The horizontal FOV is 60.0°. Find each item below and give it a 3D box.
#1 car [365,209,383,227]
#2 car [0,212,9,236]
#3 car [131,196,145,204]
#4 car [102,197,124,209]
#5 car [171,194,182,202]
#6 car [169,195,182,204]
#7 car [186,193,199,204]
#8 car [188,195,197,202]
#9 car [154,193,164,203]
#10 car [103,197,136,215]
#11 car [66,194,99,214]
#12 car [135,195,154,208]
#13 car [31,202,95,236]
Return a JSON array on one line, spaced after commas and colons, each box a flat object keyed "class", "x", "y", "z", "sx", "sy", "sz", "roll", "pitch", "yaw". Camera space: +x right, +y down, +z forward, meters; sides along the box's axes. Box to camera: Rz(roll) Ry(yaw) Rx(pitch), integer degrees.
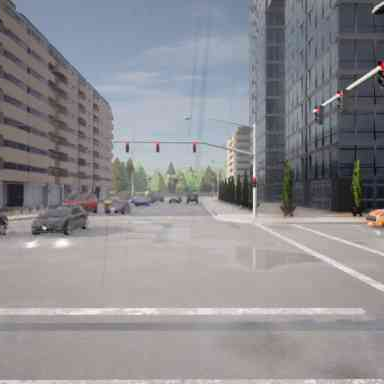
[{"class": "car", "x": 13.584, "y": 1.407, "z": 21.176, "sx": 4.553, "sy": 1.767, "sz": 2.097, "roll": 0, "pitch": 0, "yaw": 0}, {"class": "car", "x": -10.721, "y": 1.531, "z": 15.879, "sx": 1.837, "sy": 1.490, "sz": 4.892, "roll": 0, "pitch": 0, "yaw": -1}, {"class": "car", "x": -10.528, "y": 1.524, "z": 65.259, "sx": 1.812, "sy": 1.442, "sz": 4.674, "roll": 0, "pitch": 0, "yaw": 1}, {"class": "car", "x": -10.841, "y": 1.476, "z": 46.098, "sx": 1.882, "sy": 1.535, "sz": 5.008, "roll": 0, "pitch": 0, "yaw": 1}, {"class": "car", "x": -3.391, "y": 1.354, "z": 74.340, "sx": 2.097, "sy": 1.767, "sz": 4.553, "roll": 0, "pitch": 0, "yaw": 1}, {"class": "car", "x": -3.416, "y": 1.524, "z": 64.323, "sx": 1.812, "sy": 1.442, "sz": 4.674, "roll": 0, "pitch": 0, "yaw": 1}, {"class": "car", "x": 0.078, "y": 1.220, "z": 63.904, "sx": 2.150, "sy": 2.045, "sz": 5.566, "roll": 0, "pitch": 0, "yaw": 1}, {"class": "car", "x": 0.116, "y": 1.499, "z": 74.616, "sx": 1.837, "sy": 1.490, "sz": 4.892, "roll": 0, "pitch": 0, "yaw": 1}, {"class": "car", "x": -6.962, "y": 1.227, "z": 68.774, "sx": 2.150, "sy": 2.045, "sz": 5.566, "roll": 0, "pitch": 0, "yaw": 1}, {"class": "car", "x": -7.399, "y": 1.491, "z": 33.431, "sx": 2.128, "sy": 1.511, "sz": 4.902, "roll": 0, "pitch": 0, "yaw": 0}, {"class": "car", "x": -10.911, "y": 1.220, "z": 32.848, "sx": 2.150, "sy": 2.045, "sz": 5.566, "roll": 0, "pitch": 0, "yaw": 0}, {"class": "car", "x": -7.300, "y": 1.476, "z": 49.213, "sx": 1.882, "sy": 1.535, "sz": 5.008, "roll": 0, "pitch": 0, "yaw": 1}, {"class": "car", "x": -7.256, "y": 1.531, "z": 18.721, "sx": 1.837, "sy": 1.490, "sz": 4.892, "roll": 0, "pitch": 0, "yaw": -1}]
